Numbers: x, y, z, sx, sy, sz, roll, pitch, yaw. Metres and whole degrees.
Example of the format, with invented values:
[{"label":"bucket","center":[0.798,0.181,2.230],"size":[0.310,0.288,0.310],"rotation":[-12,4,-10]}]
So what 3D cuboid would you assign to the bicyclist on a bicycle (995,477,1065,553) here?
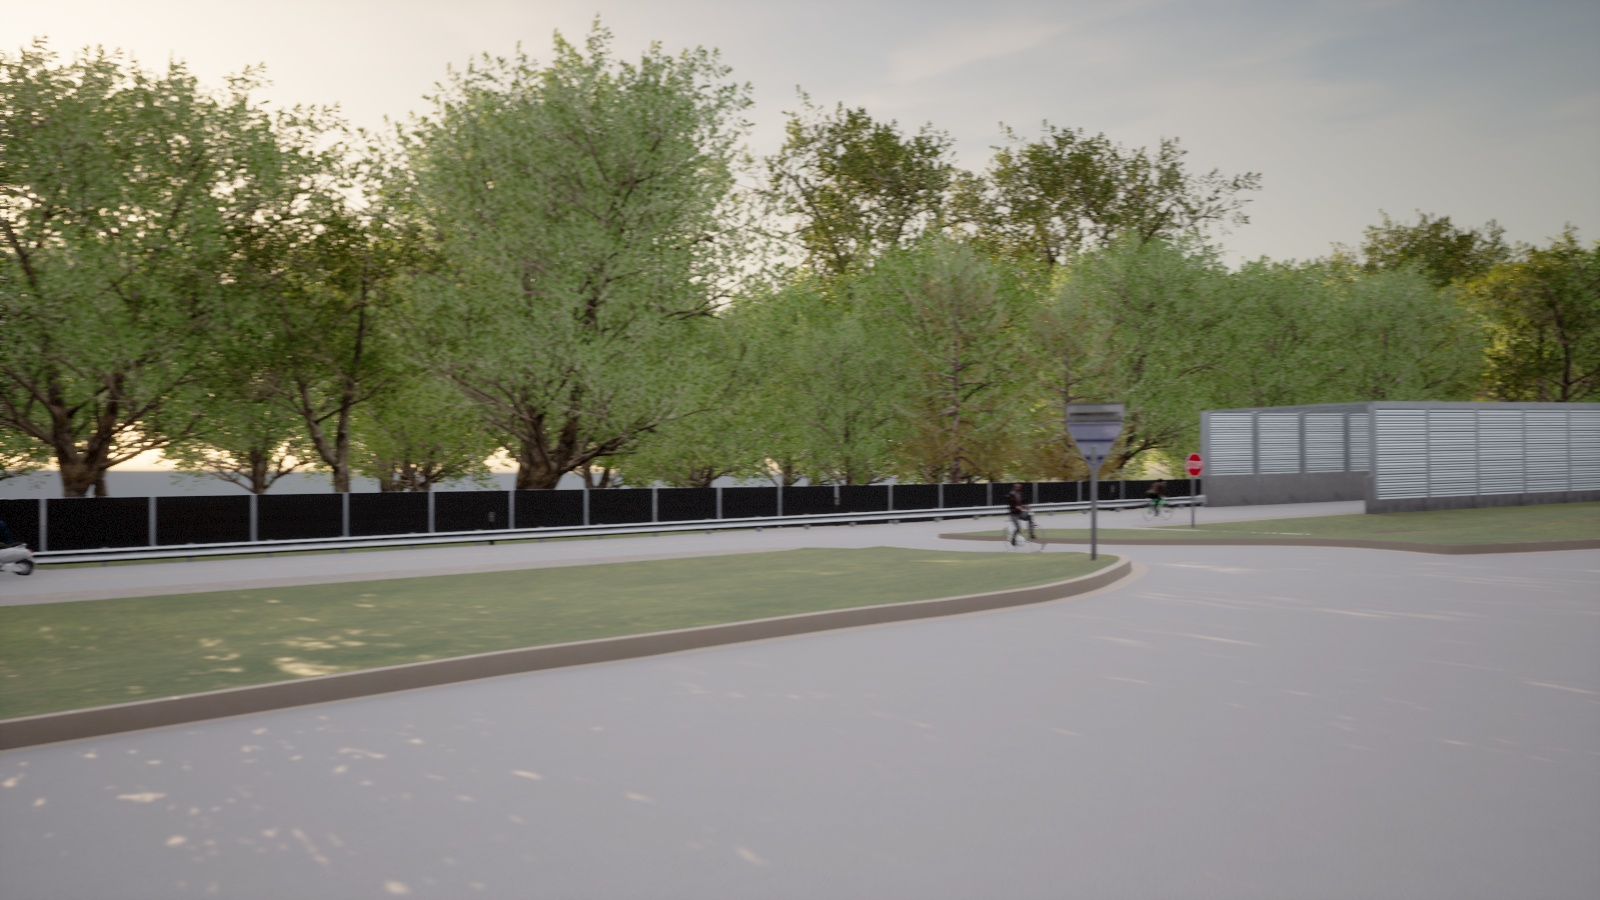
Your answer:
[{"label":"bicyclist on a bicycle","center":[5.624,1.612,30.815],"size":[0.659,1.776,1.843],"rotation":[-3,-3,-22]}]

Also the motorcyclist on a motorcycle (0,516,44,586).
[{"label":"motorcyclist on a motorcycle","center":[-19.340,2.449,30.282],"size":[1.817,1.590,0.866],"rotation":[-1,0,-33]}]

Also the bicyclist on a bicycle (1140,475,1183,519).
[{"label":"bicyclist on a bicycle","center":[13.769,1.785,47.793],"size":[1.656,1.620,0.582],"rotation":[-1,0,-32]}]
